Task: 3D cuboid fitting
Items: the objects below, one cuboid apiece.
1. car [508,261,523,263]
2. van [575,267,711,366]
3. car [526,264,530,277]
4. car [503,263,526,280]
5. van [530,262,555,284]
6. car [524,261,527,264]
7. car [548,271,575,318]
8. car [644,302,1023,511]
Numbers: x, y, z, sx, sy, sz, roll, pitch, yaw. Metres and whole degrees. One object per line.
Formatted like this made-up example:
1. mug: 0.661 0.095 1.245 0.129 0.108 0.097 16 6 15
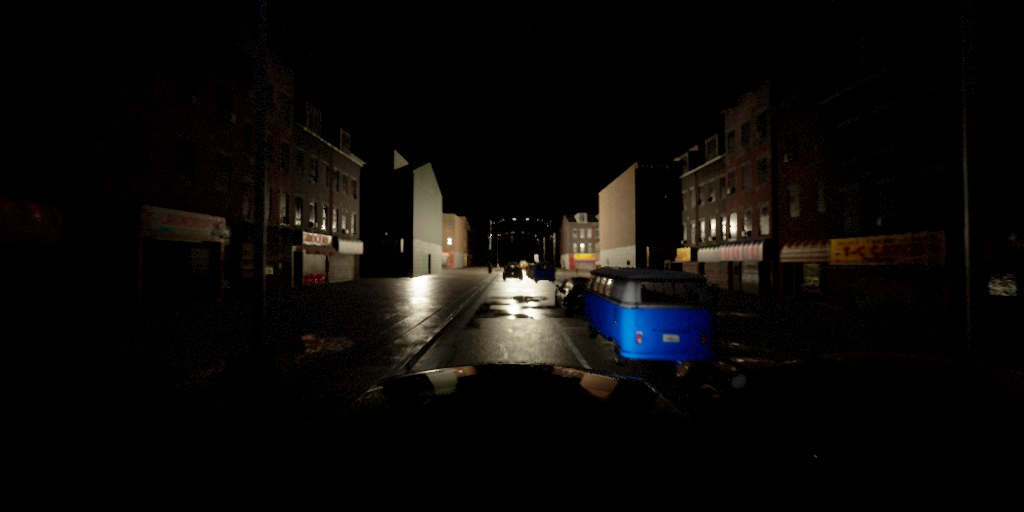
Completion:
1. car: 0.075 1.570 47.857 2.097 1.767 4.553 0 -1 0
2. van: 2.637 1.149 7.807 1.690 1.789 3.998 0 0 0
3. car: 2.631 1.610 35.678 1.751 1.417 4.829 0 0 0
4. car: 0.085 1.655 36.074 1.994 1.385 4.181 0 -1 1
5. van: 2.632 1.367 29.967 1.690 1.789 3.998 0 0 0
6. car: 2.629 1.583 41.048 1.967 1.591 4.097 0 0 0
7. car: 2.636 1.427 13.347 1.948 1.339 4.313 0 0 0
8. car: 2.639 1.300 2.267 1.888 1.381 4.507 0 0 0
